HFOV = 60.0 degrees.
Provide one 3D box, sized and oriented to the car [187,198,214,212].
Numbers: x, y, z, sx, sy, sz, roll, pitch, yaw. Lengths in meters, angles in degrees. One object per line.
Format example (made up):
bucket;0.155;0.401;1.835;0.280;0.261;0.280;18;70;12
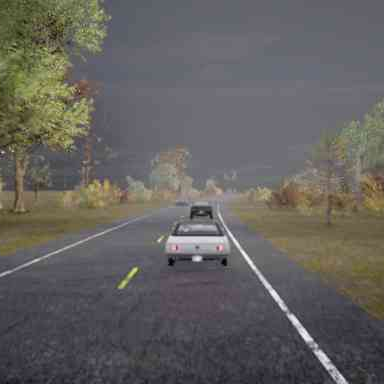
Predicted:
car;0.883;1.501;29.665;1.882;1.535;5.008;0;0;3

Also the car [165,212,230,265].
car;0.219;1.612;11.677;1.895;1.301;4.718;0;0;2

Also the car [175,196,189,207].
car;-1.326;1.381;51.228;2.097;1.767;4.553;0;0;5
